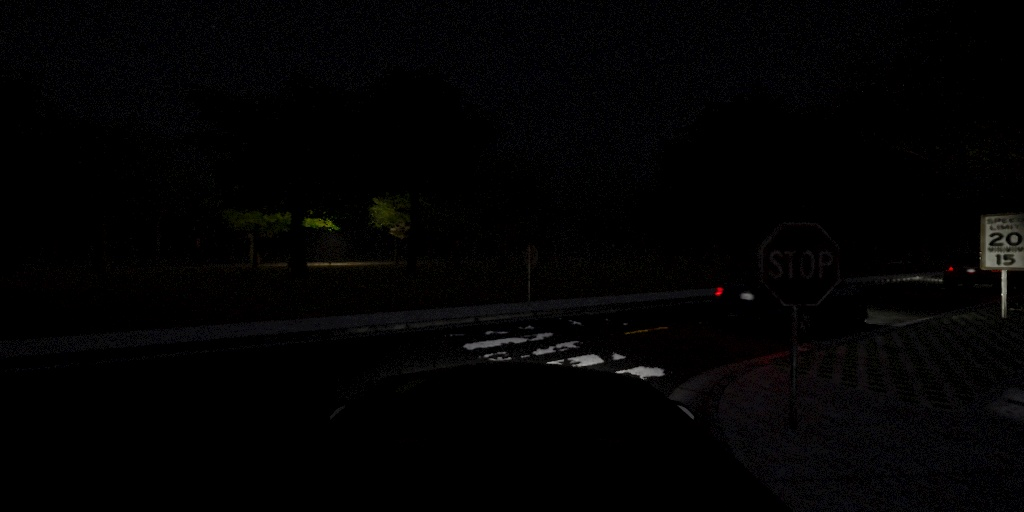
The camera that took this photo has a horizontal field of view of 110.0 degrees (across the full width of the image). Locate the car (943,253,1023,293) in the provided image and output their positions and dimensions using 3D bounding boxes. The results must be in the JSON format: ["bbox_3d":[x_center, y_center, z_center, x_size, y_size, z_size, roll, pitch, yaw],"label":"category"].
[{"bbox_3d":[25.967,0.832,19.667,5.566,2.045,2.150,0,0,-28],"label":"car"}]

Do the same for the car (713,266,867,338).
[{"bbox_3d":[7.889,1.051,10.154,4.553,1.767,2.097,0,0,-28],"label":"car"}]
